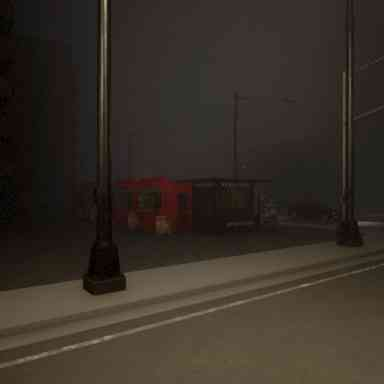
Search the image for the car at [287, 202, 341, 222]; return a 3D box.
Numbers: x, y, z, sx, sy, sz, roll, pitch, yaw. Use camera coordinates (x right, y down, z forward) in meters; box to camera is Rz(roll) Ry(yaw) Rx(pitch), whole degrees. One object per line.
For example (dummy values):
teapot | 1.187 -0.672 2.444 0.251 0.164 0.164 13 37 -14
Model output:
car | 10.276 1.615 27.733 1.837 1.490 4.892 0 -1 -36
